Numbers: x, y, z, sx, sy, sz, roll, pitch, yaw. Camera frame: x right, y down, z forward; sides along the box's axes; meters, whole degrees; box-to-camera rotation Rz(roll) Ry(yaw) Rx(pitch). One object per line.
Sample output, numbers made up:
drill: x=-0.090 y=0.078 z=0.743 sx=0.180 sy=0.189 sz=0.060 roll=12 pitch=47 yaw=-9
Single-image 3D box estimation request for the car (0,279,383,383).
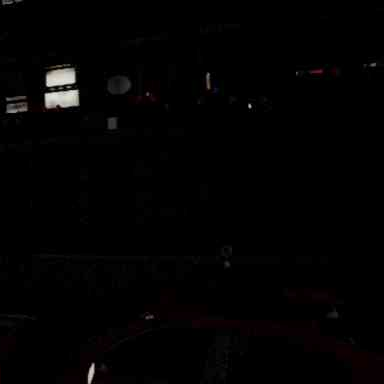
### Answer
car: x=0.079 y=1.509 z=2.912 sx=4.507 sy=1.381 sz=1.887 roll=-1 pitch=-1 yaw=14
